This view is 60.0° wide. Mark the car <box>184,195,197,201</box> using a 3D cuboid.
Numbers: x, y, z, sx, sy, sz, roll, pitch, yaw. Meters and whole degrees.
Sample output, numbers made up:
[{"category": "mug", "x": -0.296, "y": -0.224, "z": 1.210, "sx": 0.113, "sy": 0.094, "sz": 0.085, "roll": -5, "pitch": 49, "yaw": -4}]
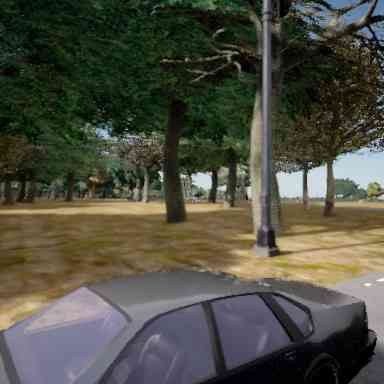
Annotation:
[{"category": "car", "x": -0.990, "y": 1.583, "z": 82.537, "sx": 4.674, "sy": 1.442, "sz": 1.812, "roll": 0, "pitch": -2, "yaw": 29}]

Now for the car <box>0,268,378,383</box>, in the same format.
[{"category": "car", "x": -0.342, "y": 1.553, "z": 3.138, "sx": 5.357, "sy": 1.411, "sz": 2.033, "roll": 0, "pitch": 0, "yaw": -36}]

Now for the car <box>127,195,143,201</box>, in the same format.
[{"category": "car", "x": -15.671, "y": 1.595, "z": 91.156, "sx": 4.902, "sy": 1.511, "sz": 2.128, "roll": 0, "pitch": -2, "yaw": 34}]
